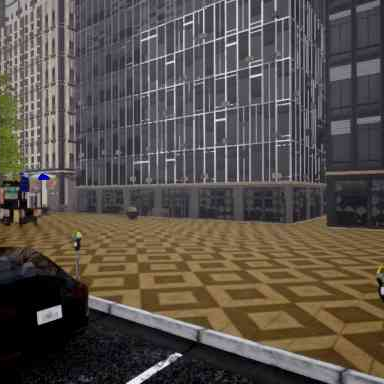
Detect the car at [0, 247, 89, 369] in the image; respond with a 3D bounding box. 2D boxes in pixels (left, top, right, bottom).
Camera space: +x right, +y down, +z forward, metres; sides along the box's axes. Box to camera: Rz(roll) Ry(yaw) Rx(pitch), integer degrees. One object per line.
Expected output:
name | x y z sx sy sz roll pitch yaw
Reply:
car | -3.464 1.566 5.359 4.313 1.339 1.947 0 0 36
